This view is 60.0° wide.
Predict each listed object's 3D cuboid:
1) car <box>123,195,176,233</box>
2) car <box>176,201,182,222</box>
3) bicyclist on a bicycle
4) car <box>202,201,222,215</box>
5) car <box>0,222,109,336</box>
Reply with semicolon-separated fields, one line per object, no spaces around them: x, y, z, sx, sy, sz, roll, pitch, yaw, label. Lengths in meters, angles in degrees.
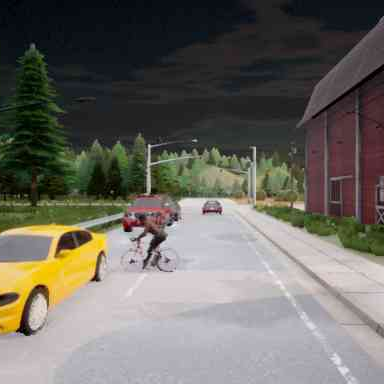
-2.483;1.222;19.931;2.150;2.045;5.566;0;0;3;car
-2.004;1.418;26.309;2.097;1.767;4.553;0;0;3;car
-1.181;1.453;9.198;1.656;1.620;0.582;-2;0;3;bicyclist on a bicycle
2.092;1.564;34.369;1.994;1.385;4.181;0;0;4;car
-3.273;1.478;6.961;1.882;1.535;5.008;0;0;3;car
